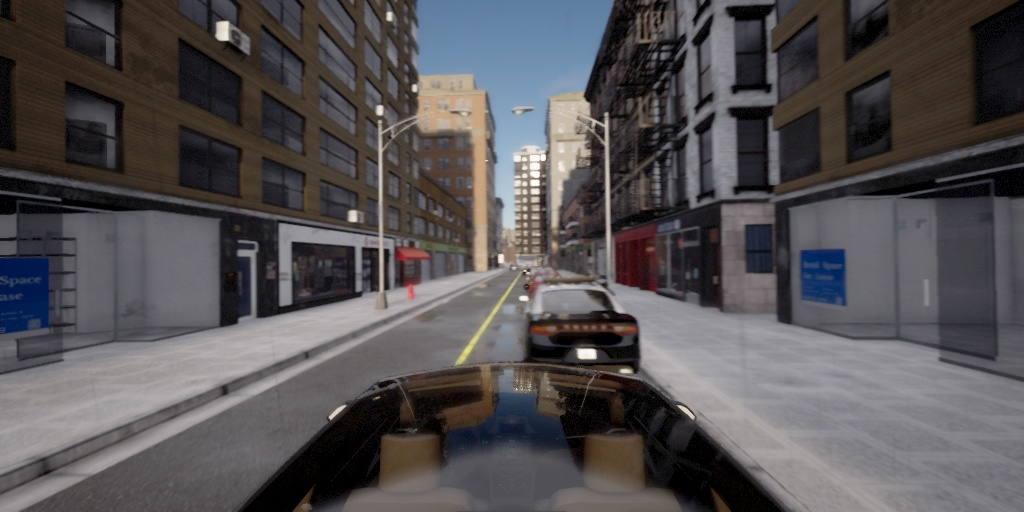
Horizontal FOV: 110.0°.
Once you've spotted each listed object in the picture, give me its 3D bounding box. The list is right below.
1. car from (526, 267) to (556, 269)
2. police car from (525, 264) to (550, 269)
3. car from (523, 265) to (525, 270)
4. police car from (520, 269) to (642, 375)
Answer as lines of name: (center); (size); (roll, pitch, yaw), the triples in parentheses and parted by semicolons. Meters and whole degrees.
car: (1.692, 1.450, 17.613); (1.812, 1.442, 4.674); (-1, -1, 3)
police car: (1.992, 1.420, 23.716); (1.930, 1.638, 5.238); (-1, -1, 3)
car: (2.310, 1.867, 45.889); (1.895, 1.301, 4.718); (-1, -1, 3)
police car: (1.203, 1.235, 7.737); (1.930, 1.638, 5.238); (-1, -1, 3)
